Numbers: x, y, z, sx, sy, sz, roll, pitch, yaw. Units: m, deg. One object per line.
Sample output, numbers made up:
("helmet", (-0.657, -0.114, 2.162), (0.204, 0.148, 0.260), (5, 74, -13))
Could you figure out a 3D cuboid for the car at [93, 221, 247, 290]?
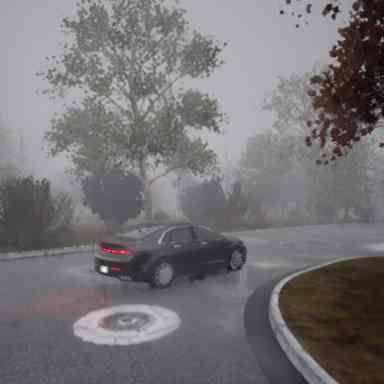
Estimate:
("car", (-0.347, 1.583, 9.383), (1.837, 1.490, 4.892), (-1, -2, 43))
